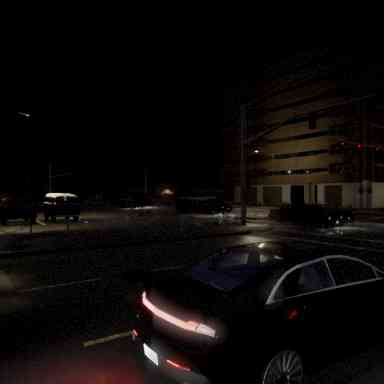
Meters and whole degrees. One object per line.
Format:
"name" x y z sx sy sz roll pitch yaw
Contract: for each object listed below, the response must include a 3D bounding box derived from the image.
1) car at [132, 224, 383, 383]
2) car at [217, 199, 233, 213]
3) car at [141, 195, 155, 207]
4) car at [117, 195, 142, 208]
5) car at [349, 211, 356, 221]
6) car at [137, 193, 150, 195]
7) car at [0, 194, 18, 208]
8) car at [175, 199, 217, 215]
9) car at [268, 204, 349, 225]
"car" 1.573 1.492 4.865 4.902 1.511 2.128 0 0 -34
"car" 2.561 1.557 37.660 1.837 1.490 4.892 0 1 -34
"car" -7.442 1.619 52.348 1.994 1.385 4.181 0 0 -34
"car" -9.555 1.581 49.232 1.812 1.442 4.674 0 0 -34
"car" 10.304 1.648 26.318 1.895 1.301 4.718 0 0 -34
"car" -10.459 1.277 69.482 2.150 2.045 5.566 0 0 -34
"car" -31.448 1.209 56.535 1.932 1.855 4.605 0 0 -34
"car" 0.108 1.533 35.045 1.882 1.535 5.008 0 0 -34
"car" 7.883 1.588 23.652 2.033 1.411 5.357 0 0 -34
